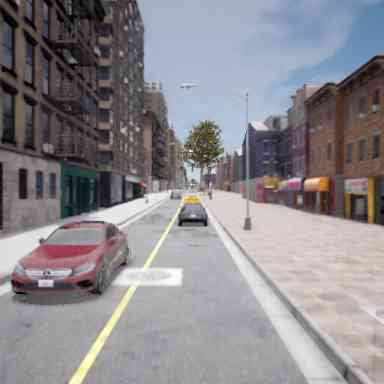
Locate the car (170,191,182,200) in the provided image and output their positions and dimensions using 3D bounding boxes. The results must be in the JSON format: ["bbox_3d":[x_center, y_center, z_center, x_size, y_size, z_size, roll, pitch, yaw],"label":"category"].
[{"bbox_3d":[-2.770,0.500,56.932,1.812,1.442,4.674,0,2,0],"label":"car"}]

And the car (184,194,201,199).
[{"bbox_3d":[0.083,0.944,40.331,1.882,1.535,5.008,0,2,0],"label":"car"}]

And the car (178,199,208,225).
[{"bbox_3d":[0.077,1.426,22.877,1.994,1.385,4.181,0,1,0],"label":"car"}]

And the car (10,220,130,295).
[{"bbox_3d":[-2.850,1.518,8.821,1.812,1.442,4.674,0,0,0],"label":"car"}]
